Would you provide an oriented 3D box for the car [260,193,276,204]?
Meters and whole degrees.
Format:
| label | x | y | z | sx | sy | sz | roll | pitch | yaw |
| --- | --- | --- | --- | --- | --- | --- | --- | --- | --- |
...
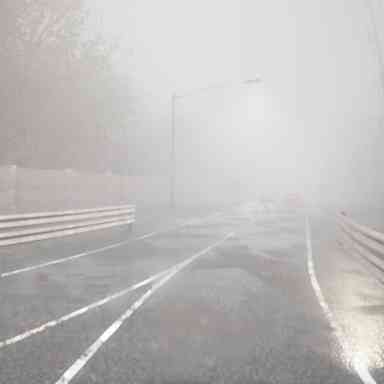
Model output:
| label | x | y | z | sx | sy | sz | roll | pitch | yaw |
| --- | --- | --- | --- | --- | --- | --- | --- | --- | --- |
| car | 11.147 | 0.954 | 49.105 | 1.812 | 1.442 | 4.674 | 2 | 1 | 19 |

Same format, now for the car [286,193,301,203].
| label | x | y | z | sx | sy | sz | roll | pitch | yaw |
| --- | --- | --- | --- | --- | --- | --- | --- | --- | --- |
| car | 16.675 | 0.908 | 54.362 | 2.128 | 1.511 | 4.902 | 1 | 1 | 19 |

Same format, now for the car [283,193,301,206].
| label | x | y | z | sx | sy | sz | roll | pitch | yaw |
| --- | --- | --- | --- | --- | --- | --- | --- | --- | --- |
| car | 13.615 | 0.869 | 45.289 | 2.097 | 1.767 | 4.553 | 1 | 1 | 19 |
